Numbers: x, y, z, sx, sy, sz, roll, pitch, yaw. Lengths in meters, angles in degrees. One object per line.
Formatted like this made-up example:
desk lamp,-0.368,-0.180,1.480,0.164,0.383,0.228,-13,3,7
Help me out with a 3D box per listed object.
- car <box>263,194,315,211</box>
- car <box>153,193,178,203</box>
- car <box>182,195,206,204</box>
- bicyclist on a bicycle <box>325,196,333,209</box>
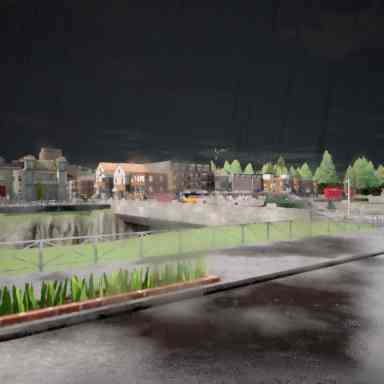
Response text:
car,10.071,1.221,35.048,2.150,2.045,5.566,0,0,-36
car,-4.451,1.224,55.319,2.150,2.045,5.566,0,0,-35
car,0.308,1.353,55.794,2.097,1.767,4.553,0,0,-36
bicyclist on a bicycle,16.594,1.349,40.362,1.656,1.620,0.582,0,0,-36
